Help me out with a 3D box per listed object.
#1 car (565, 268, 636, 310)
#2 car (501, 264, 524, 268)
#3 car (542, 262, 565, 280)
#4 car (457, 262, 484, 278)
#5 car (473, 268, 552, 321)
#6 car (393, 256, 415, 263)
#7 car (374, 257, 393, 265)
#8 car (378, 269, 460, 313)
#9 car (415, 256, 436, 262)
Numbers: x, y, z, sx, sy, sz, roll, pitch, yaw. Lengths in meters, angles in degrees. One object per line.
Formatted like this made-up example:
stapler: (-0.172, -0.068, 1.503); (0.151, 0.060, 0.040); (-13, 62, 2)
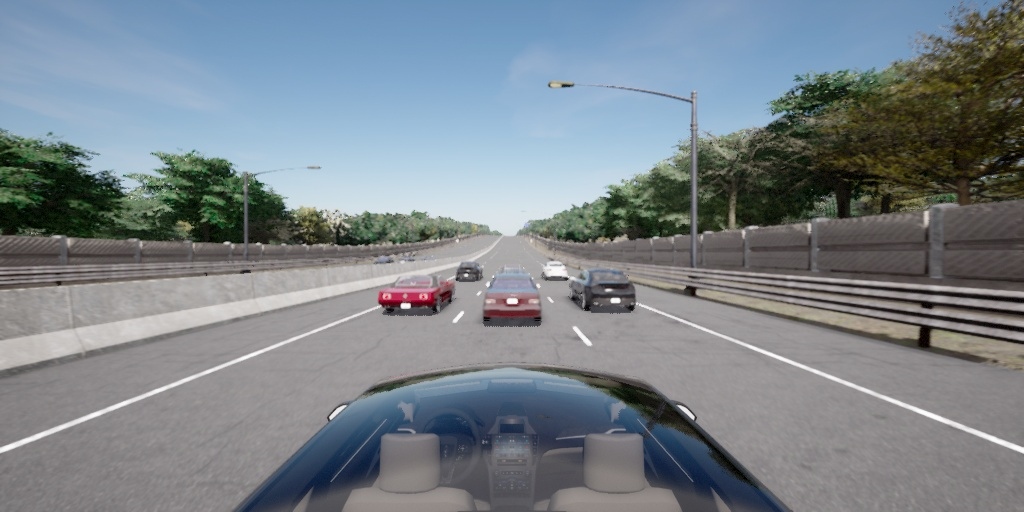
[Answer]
car: (3.549, 1.258, 14.640); (1.837, 1.490, 4.892); (0, 0, 1)
car: (0.041, 1.296, 28.978); (1.895, 1.301, 4.718); (0, 0, 1)
car: (3.552, 1.212, 30.284); (1.812, 1.442, 4.674); (0, 1, 0)
car: (-3.451, 1.197, 29.676); (1.837, 1.490, 4.892); (0, 1, 1)
car: (0.025, 1.301, 12.461); (2.033, 1.411, 5.357); (0, 0, 0)
car: (-17.536, 0.816, 59.897); (2.128, 1.511, 4.902); (0, 1, 1)
car: (-21.020, 0.877, 59.593); (2.033, 1.411, 5.357); (0, 1, 1)
car: (-3.458, 1.353, 13.994); (1.895, 1.301, 4.718); (0, 0, 1)
car: (-14.040, 0.813, 60.025); (2.128, 1.511, 4.902); (0, 1, 0)
